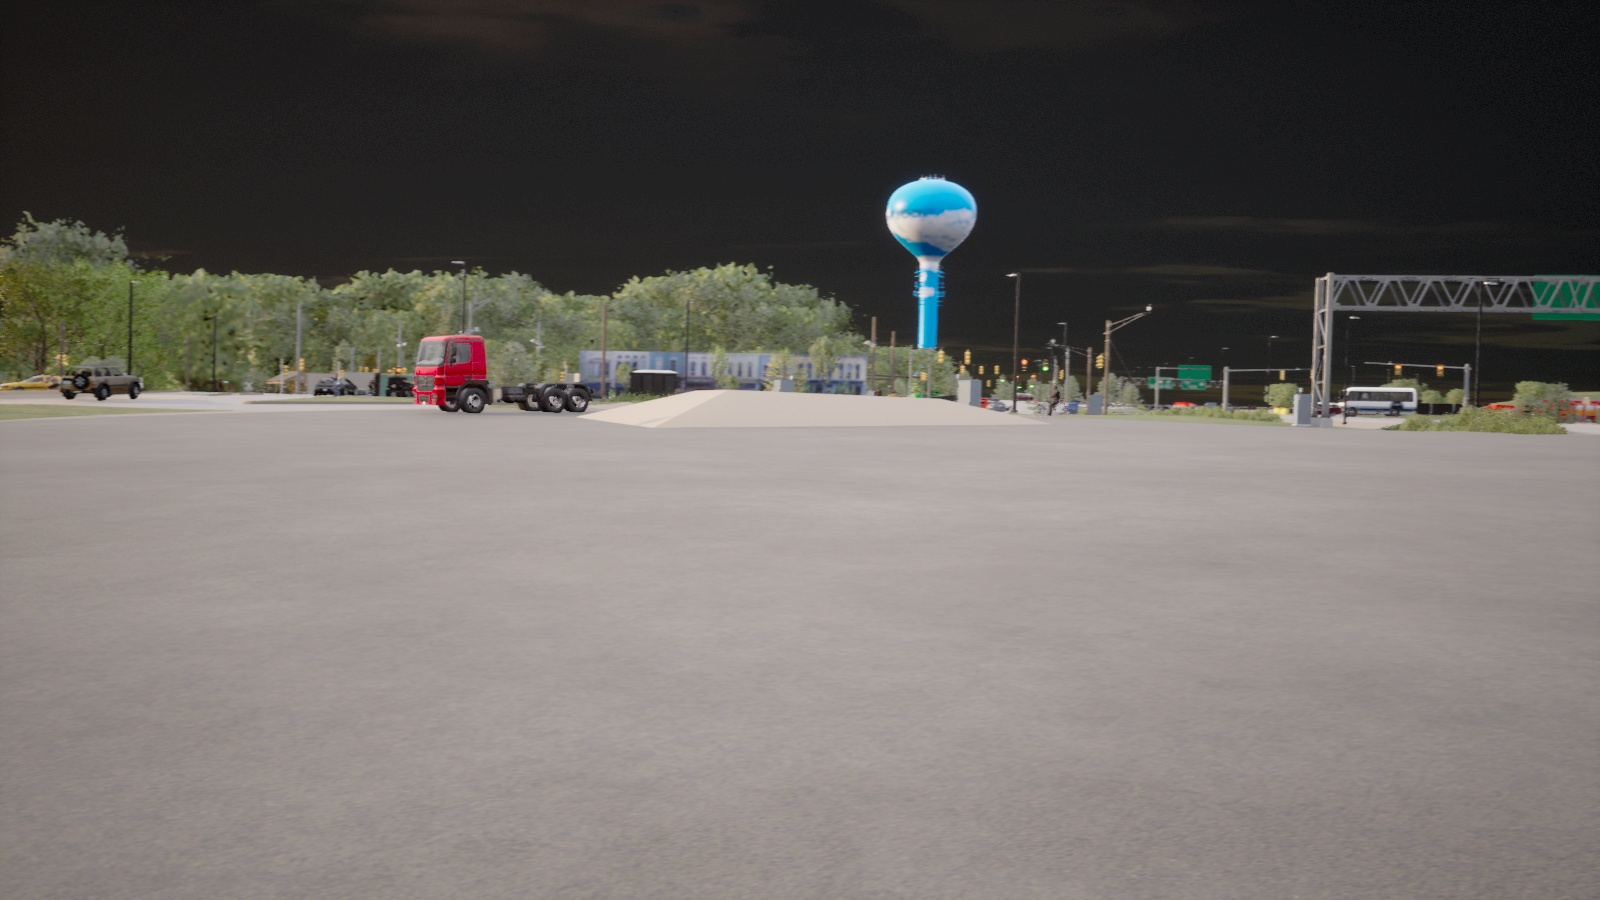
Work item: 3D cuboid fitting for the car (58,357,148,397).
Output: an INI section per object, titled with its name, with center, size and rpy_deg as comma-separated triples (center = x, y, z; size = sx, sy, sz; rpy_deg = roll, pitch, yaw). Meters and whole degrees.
[car]
center = -35.652, -3.763, 64.401
size = 1.932, 1.855, 4.605
rpy_deg = 3, 5, 2

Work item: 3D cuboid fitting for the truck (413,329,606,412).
[truck]
center = -12.861, -3.484, 56.056
size = 7.936, 3.462, 2.891
rpy_deg = -2, 4, -39

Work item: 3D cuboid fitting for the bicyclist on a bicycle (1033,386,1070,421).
[bicyclist on a bicycle]
center = 13.619, -2.518, 68.006
size = 1.843, 1.776, 0.659
rpy_deg = 3, 4, 7
